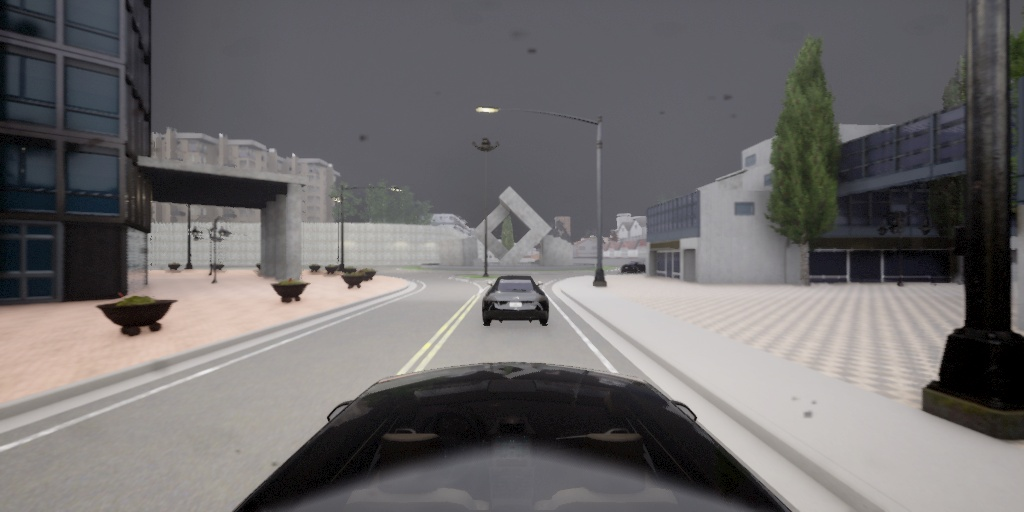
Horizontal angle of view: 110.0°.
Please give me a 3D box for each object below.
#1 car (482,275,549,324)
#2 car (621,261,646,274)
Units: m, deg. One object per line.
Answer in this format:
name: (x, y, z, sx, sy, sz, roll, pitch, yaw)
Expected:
car: (0.103, 1.312, 11.902, 1.994, 1.385, 4.181, 0, 0, 0)
car: (14.579, 1.309, 41.761, 4.181, 1.385, 1.994, 0, 0, -37)
